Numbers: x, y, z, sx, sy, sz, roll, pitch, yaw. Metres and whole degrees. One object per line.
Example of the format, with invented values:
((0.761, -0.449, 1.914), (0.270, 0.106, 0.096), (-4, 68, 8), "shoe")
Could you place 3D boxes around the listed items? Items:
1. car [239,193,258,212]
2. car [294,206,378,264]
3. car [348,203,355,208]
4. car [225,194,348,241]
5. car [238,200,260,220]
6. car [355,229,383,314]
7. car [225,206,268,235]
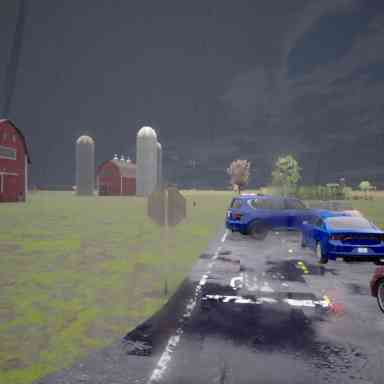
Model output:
((6.825, 1.216, 40.303), (2.150, 2.045, 5.566), (0, 0, 10), "car")
((5.111, 1.481, 11.761), (1.882, 1.535, 5.008), (0, 0, 8), "car")
((7.892, 1.356, 20.033), (2.097, 1.767, 4.553), (0, 0, -22), "car")
((4.436, 1.219, 16.580), (5.566, 2.045, 2.150), (0, 1, -9), "car")
((5.068, 1.504, 29.745), (1.837, 1.490, 4.892), (0, 0, 9), "car")
((4.620, 1.529, 4.584), (1.812, 1.442, 4.674), (0, 0, -9), "car")
((3.111, 1.606, 19.876), (1.895, 1.301, 4.718), (0, 0, 1), "car")
